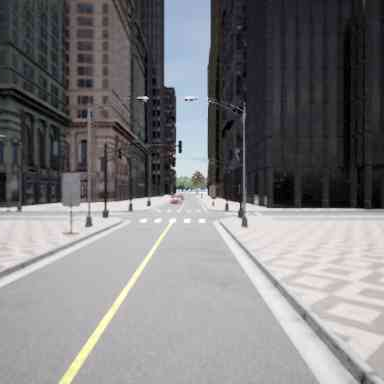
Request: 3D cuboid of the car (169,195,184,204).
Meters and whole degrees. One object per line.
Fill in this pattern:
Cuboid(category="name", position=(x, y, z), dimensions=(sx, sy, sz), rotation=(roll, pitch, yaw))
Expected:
Cuboid(category="car", position=(-2.993, 1.290, 60.267), dimensions=(2.097, 1.767, 4.553), rotation=(0, -1, 0))
